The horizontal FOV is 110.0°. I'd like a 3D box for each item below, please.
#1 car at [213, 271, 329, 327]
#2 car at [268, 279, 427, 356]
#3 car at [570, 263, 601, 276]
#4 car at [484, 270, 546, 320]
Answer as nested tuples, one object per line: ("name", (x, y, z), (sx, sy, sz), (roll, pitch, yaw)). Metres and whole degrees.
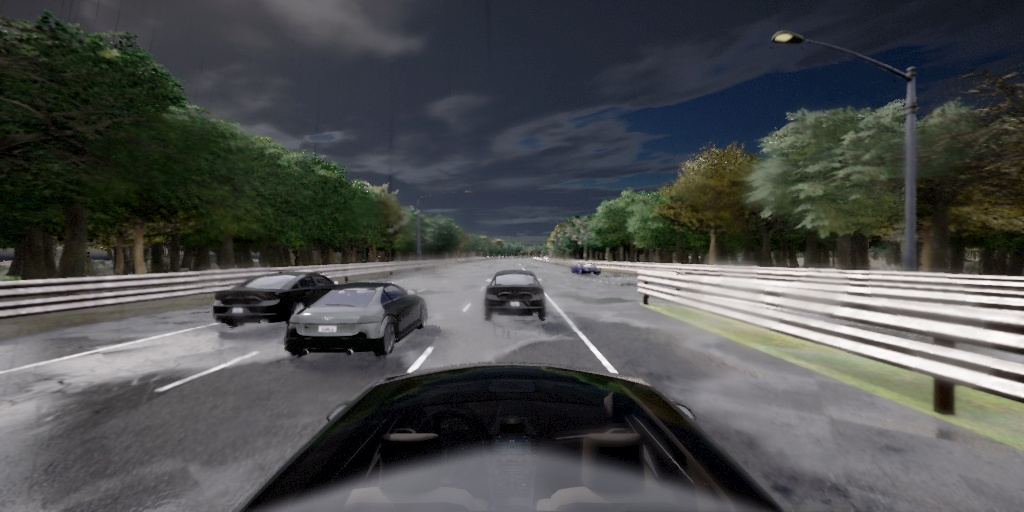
("car", (-6.899, 1.230, 11.512), (1.882, 1.535, 5.008), (0, 0, 0))
("car", (-3.399, 1.315, 8.621), (1.994, 1.385, 4.181), (0, 0, 0))
("car", (7.546, 1.395, 37.490), (1.895, 1.301, 4.718), (0, 0, -9))
("car", (0.101, 1.230, 12.725), (1.882, 1.535, 5.008), (0, 0, 0))
